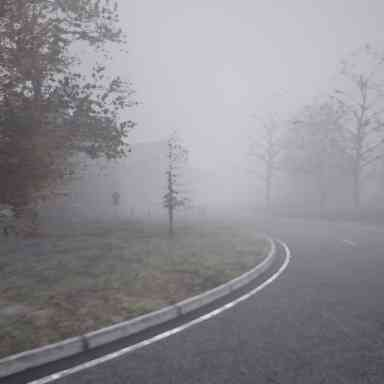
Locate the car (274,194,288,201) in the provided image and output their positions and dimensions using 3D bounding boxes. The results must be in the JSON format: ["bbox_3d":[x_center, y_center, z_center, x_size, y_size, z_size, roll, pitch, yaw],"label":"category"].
[{"bbox_3d":[23.253,1.508,88.340,2.033,1.411,5.357,-1,0,28],"label":"car"}]

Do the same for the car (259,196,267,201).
[{"bbox_3d":[19.109,1.677,87.476,1.895,1.301,4.718,-1,0,28],"label":"car"}]
